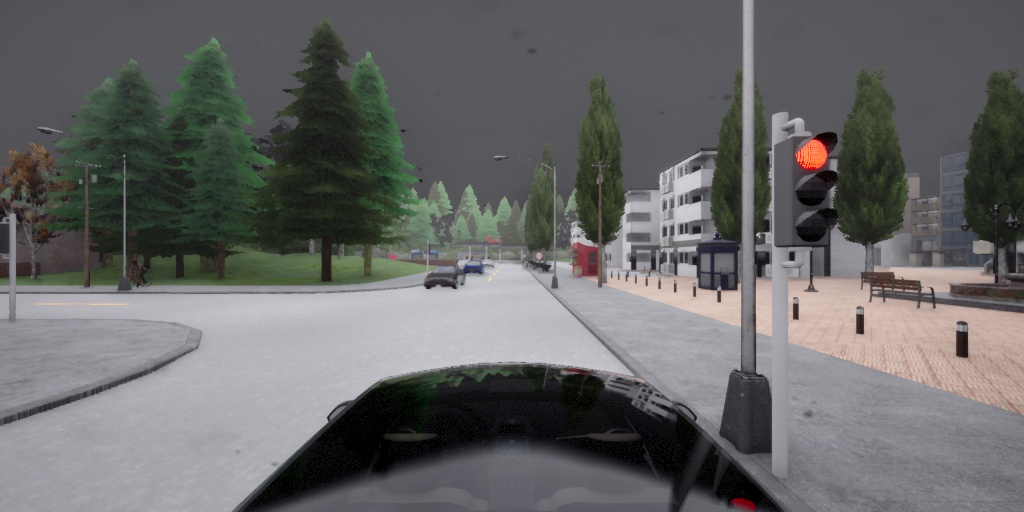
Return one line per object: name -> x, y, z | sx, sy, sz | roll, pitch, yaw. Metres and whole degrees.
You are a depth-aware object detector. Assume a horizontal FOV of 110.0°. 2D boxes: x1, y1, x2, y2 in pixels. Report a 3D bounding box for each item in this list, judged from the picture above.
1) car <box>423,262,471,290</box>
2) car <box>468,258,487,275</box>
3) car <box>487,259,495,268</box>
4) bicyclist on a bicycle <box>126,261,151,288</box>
car -> -4.093, 1.297, 22.641 | 2.033, 1.411, 5.357 | 0, 0, 0
car -> -4.085, 1.228, 39.033 | 1.882, 1.535, 5.008 | 0, 0, 0
car -> -3.991, 1.275, 59.627 | 1.812, 1.442, 4.674 | 0, 0, 1
bicyclist on a bicycle -> -22.136, 1.099, 21.184 | 0.582, 1.620, 1.656 | 0, 0, 0
